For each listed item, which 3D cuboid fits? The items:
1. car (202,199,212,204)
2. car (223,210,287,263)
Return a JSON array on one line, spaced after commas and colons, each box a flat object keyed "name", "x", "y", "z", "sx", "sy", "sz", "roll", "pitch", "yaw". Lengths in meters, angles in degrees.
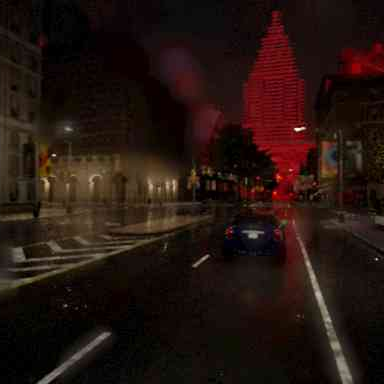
[{"name": "car", "x": 3.812, "y": 2.377, "z": 84.872, "sx": 1.895, "sy": 1.301, "sz": 4.718, "roll": 0, "pitch": -1, "yaw": 16}, {"name": "car", "x": 2.567, "y": 1.486, "z": 12.899, "sx": 2.097, "sy": 1.767, "sz": 4.553, "roll": 0, "pitch": -1, "yaw": 16}]
